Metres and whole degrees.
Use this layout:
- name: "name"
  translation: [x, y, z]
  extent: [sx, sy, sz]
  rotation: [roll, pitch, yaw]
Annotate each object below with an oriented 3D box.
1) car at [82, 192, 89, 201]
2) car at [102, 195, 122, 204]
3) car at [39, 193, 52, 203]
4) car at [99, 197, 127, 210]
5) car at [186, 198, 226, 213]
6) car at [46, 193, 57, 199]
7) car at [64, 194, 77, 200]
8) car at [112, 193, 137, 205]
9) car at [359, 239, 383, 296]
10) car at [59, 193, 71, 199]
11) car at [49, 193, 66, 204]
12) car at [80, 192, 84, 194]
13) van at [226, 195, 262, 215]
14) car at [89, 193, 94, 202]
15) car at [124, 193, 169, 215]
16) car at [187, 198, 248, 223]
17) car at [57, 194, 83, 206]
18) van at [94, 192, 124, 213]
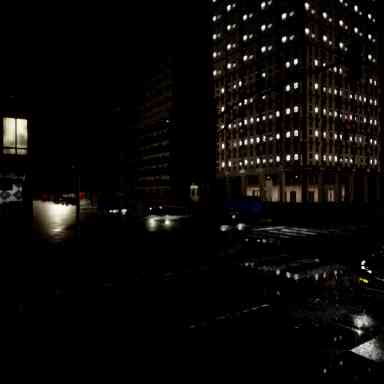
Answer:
- name: "car"
  translation: [-20.280, 1.215, 67.319]
  extent: [1.947, 1.339, 4.313]
  rotation: [0, 0, -34]
- name: "car"
  translation: [-14.080, 1.248, 58.137]
  extent: [1.887, 1.381, 4.507]
  rotation: [0, 0, -34]
- name: "car"
  translation: [-27.225, 1.299, 62.628]
  extent: [1.802, 1.307, 4.206]
  rotation: [0, 0, -34]
- name: "car"
  translation: [-9.978, 1.352, 41.727]
  extent: [1.812, 1.442, 4.674]
  rotation: [-1, 1, -34]
- name: "car"
  translation: [1.438, 1.380, 35.200]
  extent: [1.887, 1.381, 4.507]
  rotation: [0, 0, -34]
- name: "car"
  translation: [-36.694, 1.066, 86.809]
  extent: [1.812, 1.442, 4.674]
  rotation: [-1, 1, -34]
- name: "car"
  translation: [-29.581, 1.119, 81.090]
  extent: [2.008, 1.369, 4.403]
  rotation: [0, 0, -34]
- name: "car"
  translation: [-10.980, 1.045, 53.545]
  extent: [2.192, 1.841, 5.009]
  rotation: [0, 0, -34]
- name: "car"
  translation: [5.768, 1.515, 7.665]
  extent: [4.892, 1.490, 1.837]
  rotation: [0, 0, -35]
- name: "car"
  translation: [-32.776, 1.066, 85.821]
  extent: [1.752, 1.417, 4.829]
  rotation: [0, 0, -34]
- name: "car"
  translation: [-21.024, 1.321, 53.446]
  extent: [2.008, 1.369, 4.403]
  rotation: [0, 0, -34]
- name: "car"
  translation: [-23.381, 0.938, 71.908]
  extent: [2.192, 1.841, 5.009]
  rotation: [0, 0, -34]
- name: "van"
  translation: [4.612, 1.201, 30.660]
  extent: [1.690, 1.788, 3.998]
  rotation: [0, 0, -34]
- name: "car"
  translation: [-17.181, 0.992, 62.727]
  extent: [2.192, 1.841, 5.009]
  rotation: [0, 0, -34]
- name: "car"
  translation: [-4.460, 1.094, 33.539]
  extent: [2.150, 2.045, 5.566]
  rotation: [-1, 1, -33]
- name: "car"
  translation: [1.475, 1.414, 24.751]
  extent: [2.128, 1.511, 4.902]
  rotation: [-1, 1, -34]
- name: "car"
  translation: [-17.925, 1.363, 48.857]
  extent: [1.947, 1.339, 4.313]
  rotation: [0, 0, -34]
- name: "van"
  translation: [-8.624, 1.217, 35.084]
  extent: [1.690, 1.788, 3.998]
  rotation: [0, 0, -34]
